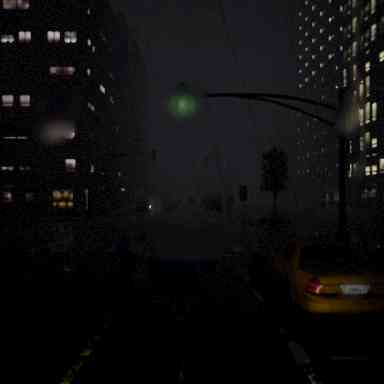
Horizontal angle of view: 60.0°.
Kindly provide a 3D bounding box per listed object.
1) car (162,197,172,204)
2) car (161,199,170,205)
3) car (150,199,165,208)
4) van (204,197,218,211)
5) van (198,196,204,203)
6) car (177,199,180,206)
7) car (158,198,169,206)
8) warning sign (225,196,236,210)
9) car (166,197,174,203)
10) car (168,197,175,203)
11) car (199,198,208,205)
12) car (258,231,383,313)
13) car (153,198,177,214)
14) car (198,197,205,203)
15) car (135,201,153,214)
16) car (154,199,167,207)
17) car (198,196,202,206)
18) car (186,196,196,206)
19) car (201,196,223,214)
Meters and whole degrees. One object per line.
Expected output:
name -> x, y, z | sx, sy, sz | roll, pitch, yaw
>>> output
car -> -5.837, 2.030, 78.677 | 1.967, 1.590, 4.097 | 0, 0, 0
car -> -5.826, 2.125, 73.150 | 1.802, 1.307, 4.206 | 0, 0, 0
car -> -5.796, 1.958, 56.571 | 2.008, 1.369, 4.403 | 0, 0, 0
van -> 2.603, 1.661, 45.534 | 1.690, 1.788, 3.998 | 0, 0, 0
van -> 2.513, 2.074, 95.272 | 1.690, 1.788, 3.998 | 0, -1, 0
car -> -3.187, 1.955, 49.992 | 1.895, 1.301, 4.718 | 0, 0, 0
car -> -5.817, 1.938, 67.625 | 1.967, 1.590, 4.097 | 0, 0, 0
warning sign -> 4.994, 1.418, 43.271 | 1.300, 1.860, 1.060 | 0, 0, 0
car -> -5.855, 2.208, 89.560 | 1.752, 1.417, 4.829 | 0, 0, 0
car -> -5.866, 2.277, 95.255 | 1.887, 1.381, 4.507 | 0, 0, 0
car -> 2.554, 2.088, 73.165 | 1.887, 1.381, 4.507 | 0, 0, 0
car -> 2.673, 1.577, 7.765 | 1.752, 1.417, 4.829 | 0, 0, 0
car -> -3.170, 1.752, 39.418 | 1.882, 1.535, 5.008 | 0, 0, 0
car -> 2.524, 2.211, 89.915 | 1.752, 1.417, 4.829 | 0, -1, 0
car -> -5.765, 1.829, 39.991 | 2.008, 1.369, 4.403 | 0, 0, 0
car -> -5.806, 1.997, 62.096 | 1.887, 1.381, 4.507 | 0, 0, 0
car -> 2.573, 1.767, 62.113 | 2.192, 1.841, 5.009 | 0, 0, 0
car -> -0.125, 2.054, 68.777 | 2.033, 1.411, 5.357 | 0, 0, 0
car -> 2.614, 1.593, 40.009 | 2.192, 1.841, 5.009 | 0, 0, 0
